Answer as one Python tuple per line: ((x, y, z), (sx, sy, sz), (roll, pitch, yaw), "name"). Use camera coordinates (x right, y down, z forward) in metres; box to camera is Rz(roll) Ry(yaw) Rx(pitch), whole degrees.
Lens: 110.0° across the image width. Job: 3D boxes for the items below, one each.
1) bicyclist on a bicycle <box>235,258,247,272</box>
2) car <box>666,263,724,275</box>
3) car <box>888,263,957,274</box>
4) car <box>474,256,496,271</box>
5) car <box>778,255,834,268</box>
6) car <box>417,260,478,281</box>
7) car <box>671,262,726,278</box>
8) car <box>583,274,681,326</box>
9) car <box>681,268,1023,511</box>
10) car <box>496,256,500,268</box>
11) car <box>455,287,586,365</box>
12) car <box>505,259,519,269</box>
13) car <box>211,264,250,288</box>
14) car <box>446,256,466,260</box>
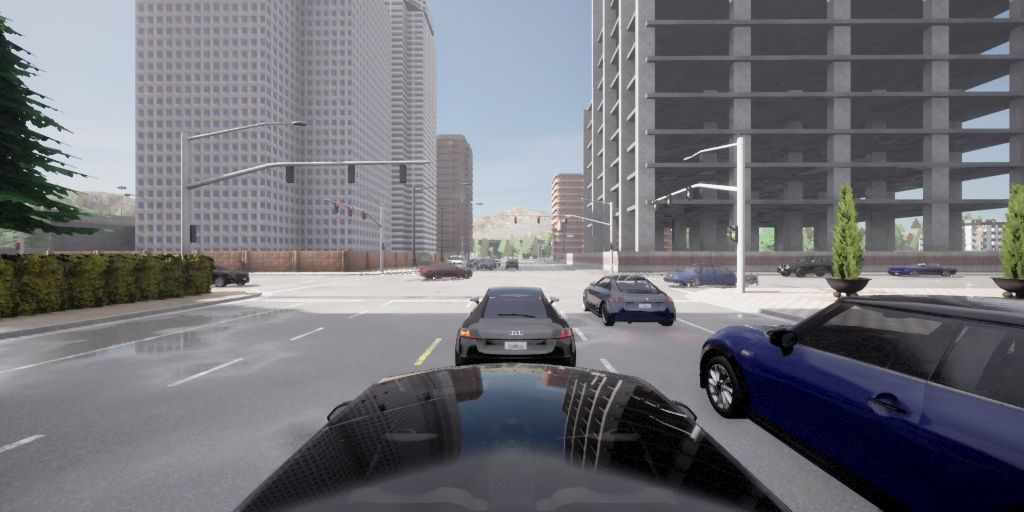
((-29.393, 1.051, 38.866), (0.582, 1.620, 1.656), (0, 0, 0), "bicyclist on a bicycle")
((12.745, 1.297, 23.114), (5.357, 1.411, 2.033), (0, 0, 0), "car")
((38.327, 1.350, 33.642), (4.718, 1.301, 1.895), (0, 0, 0), "car")
((-3.731, 1.102, 50.025), (2.097, 1.767, 4.553), (0, 0, 1), "car")
((28.205, 0.971, 33.715), (5.566, 2.045, 2.150), (0, 0, 1), "car")
((-5.616, 1.276, 30.269), (4.674, 1.442, 1.812), (0, 1, -36), "car")
((17.505, 1.314, 33.784), (4.181, 1.385, 1.994), (0, 0, 0), "car")
((3.576, 1.314, 11.646), (1.994, 1.385, 4.181), (0, 0, 0), "car")
((3.600, 1.102, 3.043), (2.097, 1.767, 4.553), (0, 0, 0), "car")
((-3.591, 1.102, 58.770), (2.097, 1.767, 4.553), (0, 0, 1), "car")
((0.058, 1.314, 7.385), (1.994, 1.385, 4.181), (0, 0, 0), "car")
((0.034, 1.255, 55.002), (1.837, 1.490, 4.892), (0, 0, 1), "car")
((-19.873, 1.228, 23.321), (5.008, 1.535, 1.882), (0, 0, 1), "car")
((-7.273, 0.971, 47.065), (2.150, 2.045, 5.566), (0, 0, 1), "car")
